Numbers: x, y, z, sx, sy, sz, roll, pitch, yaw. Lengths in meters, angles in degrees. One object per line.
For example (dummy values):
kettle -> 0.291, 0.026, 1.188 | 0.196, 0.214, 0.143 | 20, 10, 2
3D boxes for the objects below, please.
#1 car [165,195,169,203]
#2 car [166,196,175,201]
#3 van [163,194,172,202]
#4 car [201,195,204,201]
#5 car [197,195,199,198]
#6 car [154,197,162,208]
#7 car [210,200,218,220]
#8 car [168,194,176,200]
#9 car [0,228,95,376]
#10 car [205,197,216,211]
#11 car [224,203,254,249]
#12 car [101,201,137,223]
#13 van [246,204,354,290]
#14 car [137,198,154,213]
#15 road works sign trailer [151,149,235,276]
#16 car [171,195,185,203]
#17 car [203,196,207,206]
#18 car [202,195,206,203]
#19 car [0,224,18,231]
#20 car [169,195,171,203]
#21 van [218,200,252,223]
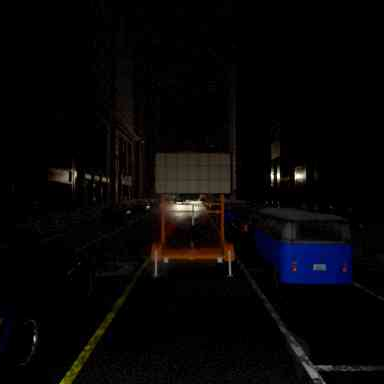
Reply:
car -> -5.678, 1.652, 59.519 | 1.802, 1.307, 4.206 | 1, 0, 0
car -> -5.596, 1.639, 87.641 | 1.947, 1.339, 4.313 | 1, 0, 0
van -> -5.626, 1.414, 76.393 | 1.690, 1.788, 3.998 | 1, 0, 0
car -> 2.832, 1.613, 53.876 | 1.887, 1.381, 4.507 | 1, 0, 0
car -> 2.914, 1.618, 82.000 | 1.887, 1.381, 4.507 | 1, 0, 0
car -> -5.710, 1.589, 48.100 | 1.752, 1.417, 4.829 | 1, 0, 0
car -> 2.751, 1.592, 25.753 | 2.008, 1.369, 4.403 | 1, 0, 0
car -> -5.578, 1.513, 93.266 | 1.967, 1.590, 4.097 | 1, 0, 0
car -> -3.083, 1.575, 5.497 | 1.994, 1.385, 4.181 | 0, 0, 0
car -> 2.783, 1.605, 37.002 | 2.008, 1.369, 4.403 | 1, 0, 0
car -> 2.719, 1.466, 14.503 | 1.967, 1.590, 4.097 | 1, 0, 0
car -> -5.775, 1.586, 25.773 | 1.887, 1.381, 4.507 | 1, 0, 0
van -> 2.704, 1.358, 8.878 | 1.690, 1.788, 3.998 | 1, 0, 0
car -> -5.742, 1.605, 37.021 | 2.008, 1.369, 4.403 | 1, 0, 0
road works sign trailer -> 0.031, 0.483, 10.348 | 2.380, 3.560, 2.880 | 0, 0, 0
car -> -2.801, 1.637, 69.059 | 1.994, 1.385, 4.181 | 0, 0, 0
car -> 2.799, 1.605, 42.627 | 1.887, 1.381, 4.507 | 1, 0, 0
car -> 2.816, 1.609, 48.250 | 1.887, 1.381, 4.507 | 1, 0, 0
car -> -5.824, 1.561, 8.899 | 1.887, 1.381, 4.507 | 1, 0, 0
car -> -5.643, 1.513, 70.768 | 1.967, 1.590, 4.097 | 1, 0, 0
van -> 2.736, 1.375, 20.129 | 1.690, 1.788, 3.998 | 1, 0, 0
